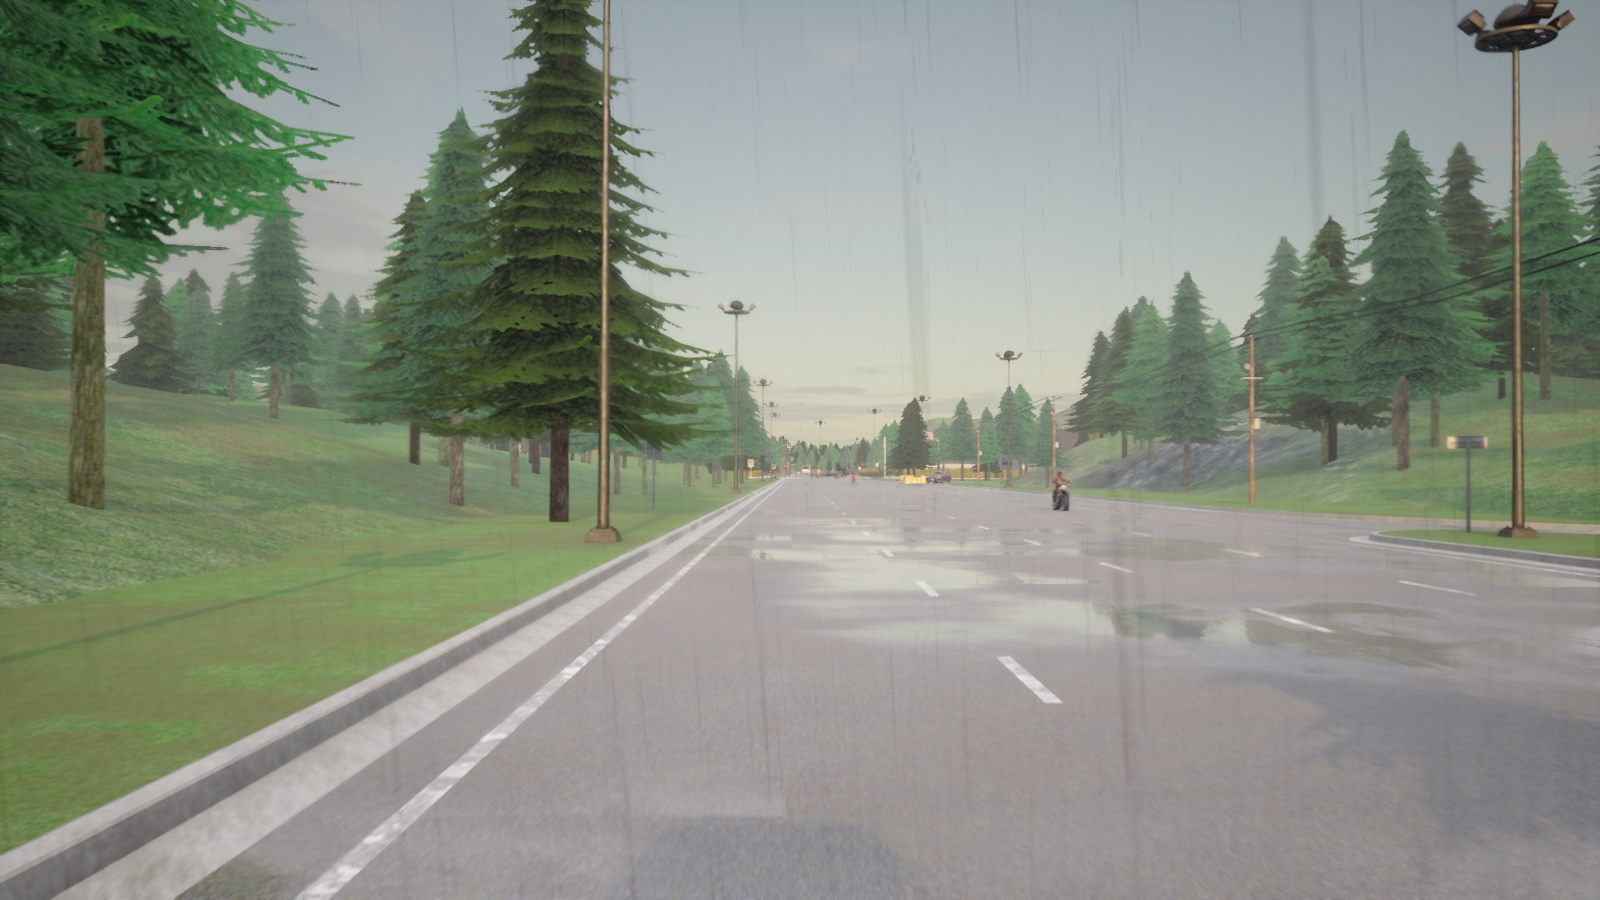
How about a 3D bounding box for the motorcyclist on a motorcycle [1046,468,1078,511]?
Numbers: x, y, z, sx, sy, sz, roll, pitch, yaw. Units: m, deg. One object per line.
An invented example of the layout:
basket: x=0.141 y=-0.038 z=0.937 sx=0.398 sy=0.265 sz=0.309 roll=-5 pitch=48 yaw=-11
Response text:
motorcyclist on a motorcycle: x=10.379 y=1.557 z=49.784 sx=0.766 sy=1.649 sz=2.350 roll=0 pitch=-1 yaw=0
